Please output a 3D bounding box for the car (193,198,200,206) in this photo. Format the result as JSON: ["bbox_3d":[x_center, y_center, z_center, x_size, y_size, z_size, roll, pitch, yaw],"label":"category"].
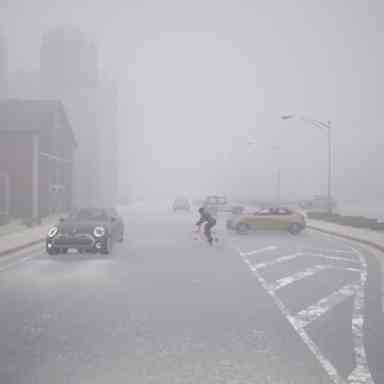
[{"bbox_3d":[2.263,1.480,55.851,4.611,1.667,2.242,0,0,-2],"label":"car"}]

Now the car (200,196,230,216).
[{"bbox_3d":[2.988,1.313,31.655,3.866,1.878,1.905,0,0,-2],"label":"car"}]

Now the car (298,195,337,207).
[{"bbox_3d":[15.931,1.310,42.238,4.605,1.855,1.932,0,0,-2],"label":"car"}]

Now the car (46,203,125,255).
[{"bbox_3d":[-4.021,1.351,13.230,2.097,1.767,4.553,0,0,-2],"label":"car"}]

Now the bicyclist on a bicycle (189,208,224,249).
[{"bbox_3d":[0.548,1.455,13.392,1.656,1.620,0.582,-3,-1,32],"label":"bicyclist on a bicycle"}]

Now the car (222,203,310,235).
[{"bbox_3d":[3.960,1.506,18.196,4.193,1.474,1.816,0,0,-2],"label":"car"}]

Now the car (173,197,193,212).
[{"bbox_3d":[-1.243,1.601,38.568,1.895,1.301,4.718,0,0,-2],"label":"car"}]
